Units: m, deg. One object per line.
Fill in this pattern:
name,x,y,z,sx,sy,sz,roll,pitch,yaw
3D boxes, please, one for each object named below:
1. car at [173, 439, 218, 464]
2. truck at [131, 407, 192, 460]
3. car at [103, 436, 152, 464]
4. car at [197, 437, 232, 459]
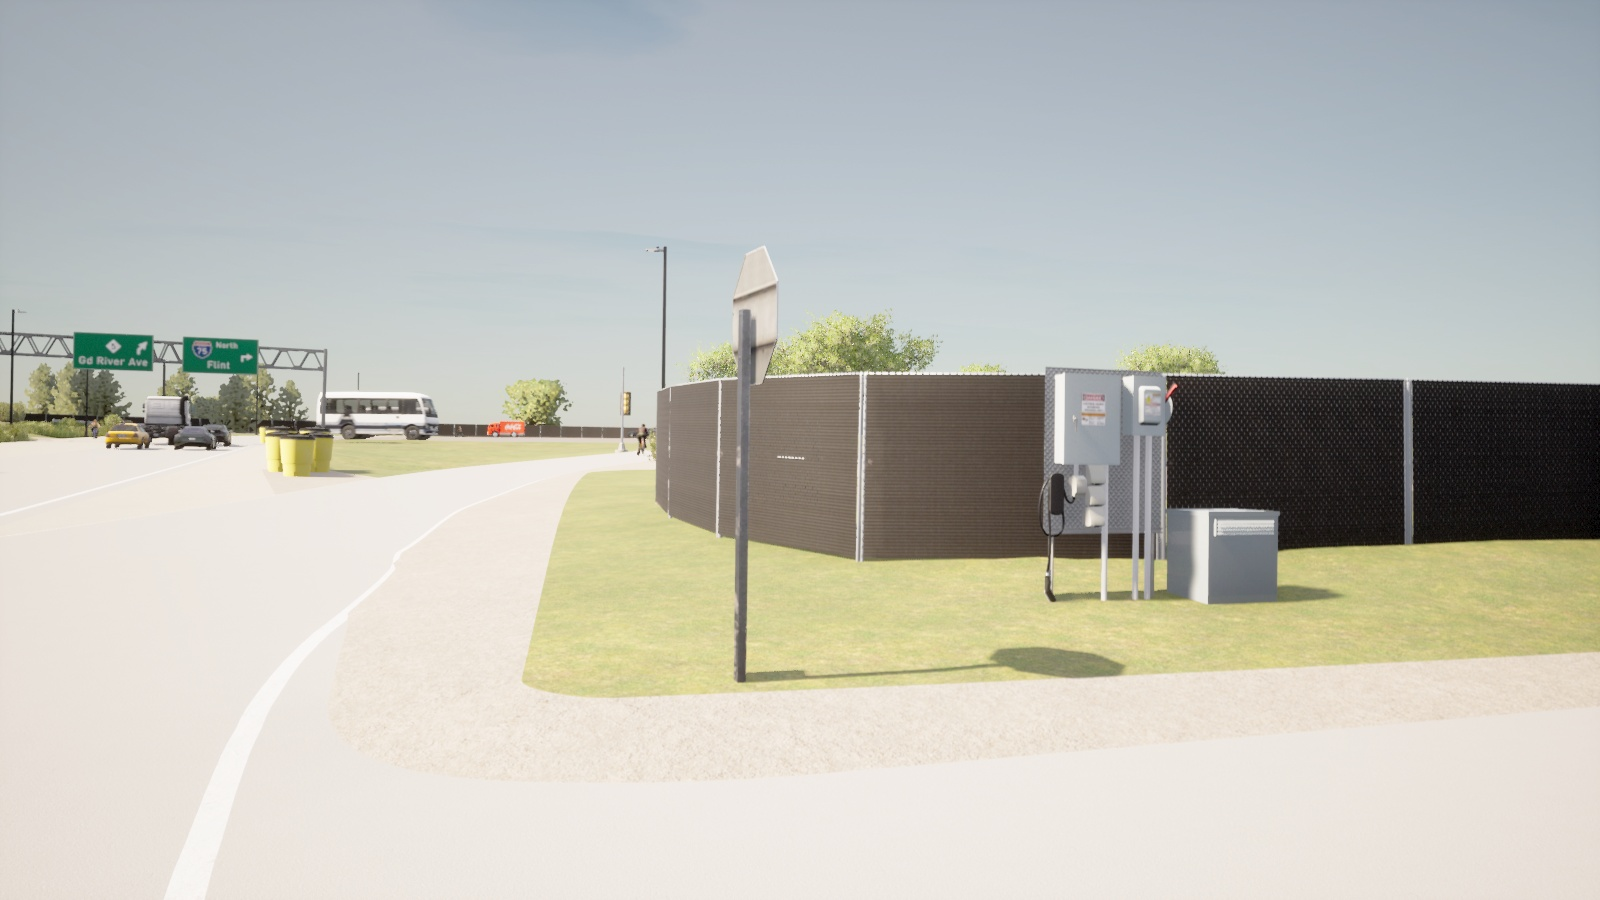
car,-35.339,0.067,73.448,1.994,1.385,4.181,0,1,-21
truck,-44.349,-1.153,87.437,2.891,3.462,7.936,0,1,-21
car,-38.574,-0.039,72.105,1.801,1.575,5.366,0,1,-21
car,-40.063,-0.150,86.000,1.837,1.490,4.892,0,1,-21
